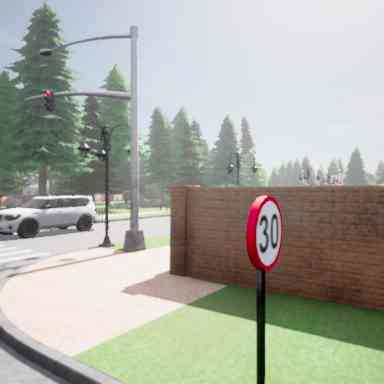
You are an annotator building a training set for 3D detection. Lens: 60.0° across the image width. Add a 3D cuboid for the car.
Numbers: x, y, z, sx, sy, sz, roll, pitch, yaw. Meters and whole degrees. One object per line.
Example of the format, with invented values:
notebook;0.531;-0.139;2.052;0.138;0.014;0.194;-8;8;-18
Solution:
car;-7.706;1.215;17.958;2.150;2.045;5.566;0;0;34
